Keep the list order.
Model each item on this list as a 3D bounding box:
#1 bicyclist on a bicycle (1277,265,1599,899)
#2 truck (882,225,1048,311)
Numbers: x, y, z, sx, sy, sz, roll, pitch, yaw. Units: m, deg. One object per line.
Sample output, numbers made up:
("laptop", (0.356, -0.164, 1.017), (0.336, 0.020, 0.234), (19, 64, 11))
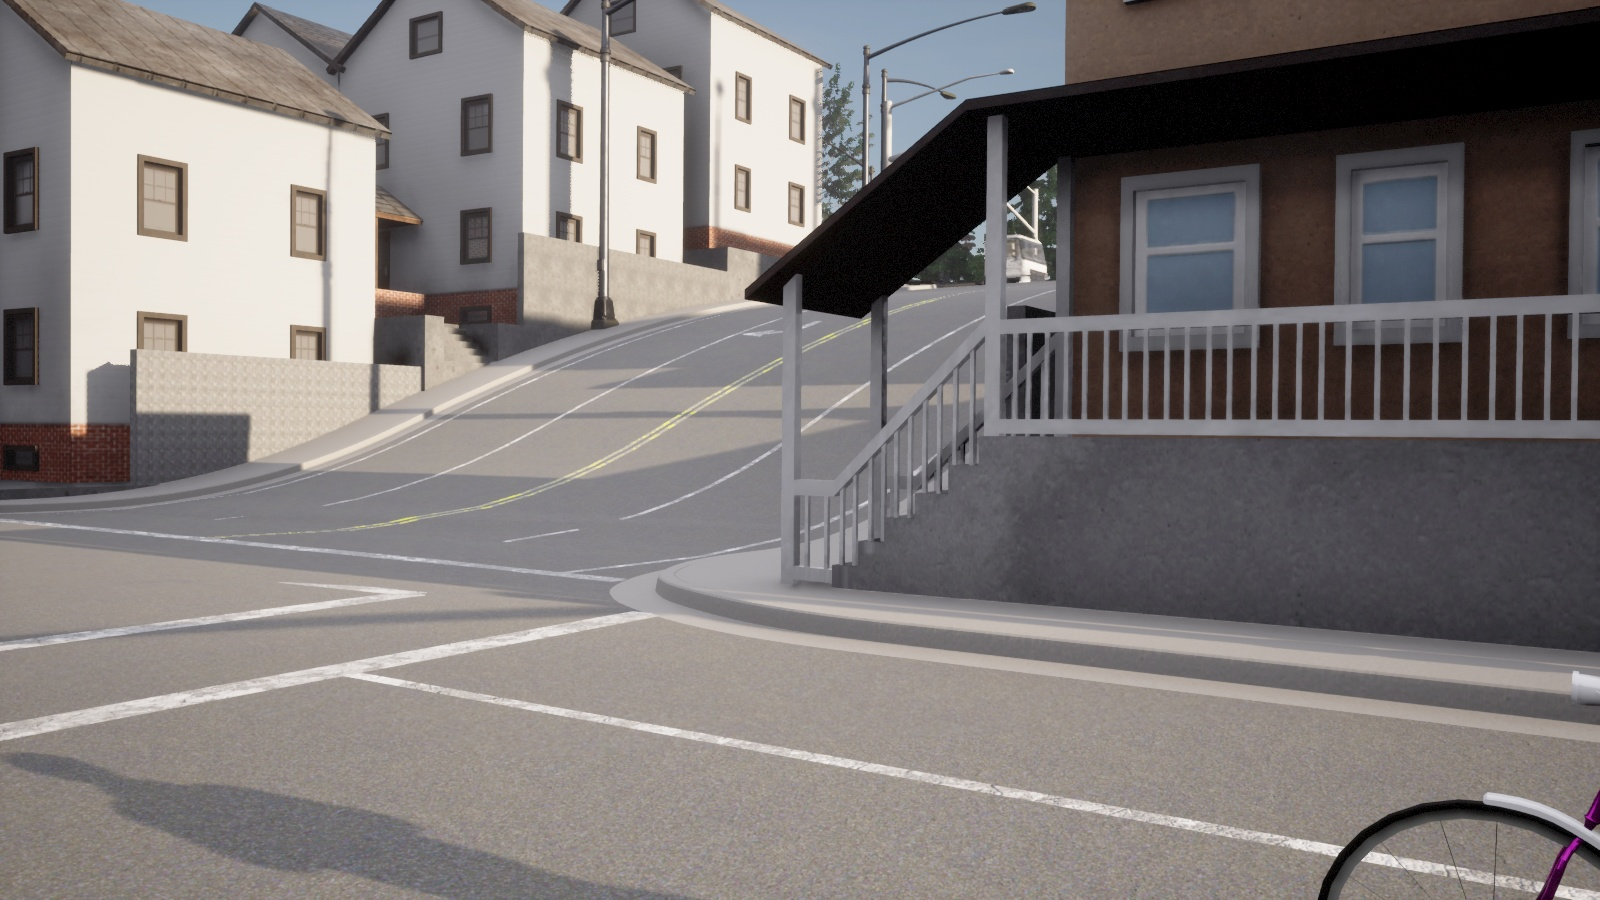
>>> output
("bicyclist on a bicycle", (1.928, 0.552, 2.340), (1.843, 1.776, 0.659), (0, 1, 34))
("truck", (8.376, -9.203, 64.341), (7.936, 3.462, 2.891), (0, 1, 33))
